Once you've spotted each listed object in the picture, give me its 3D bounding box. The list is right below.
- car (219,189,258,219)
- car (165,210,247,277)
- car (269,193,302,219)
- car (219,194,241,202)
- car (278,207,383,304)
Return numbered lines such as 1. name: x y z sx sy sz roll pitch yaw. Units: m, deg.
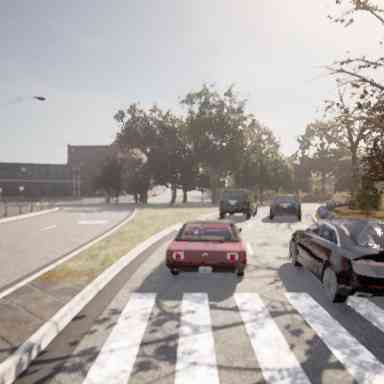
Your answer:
1. car: 3.504 0.830 24.512 2.150 2.045 5.566 0 0 18
2. car: 0.524 1.423 9.663 1.895 1.301 4.718 0 1 6
3. car: 6.770 0.945 23.869 2.097 1.767 4.553 0 0 18
4. car: 8.590 1.378 75.131 4.553 1.767 2.097 0 -1 37
5. car: 3.625 1.345 7.711 2.128 1.511 4.902 0 1 4
